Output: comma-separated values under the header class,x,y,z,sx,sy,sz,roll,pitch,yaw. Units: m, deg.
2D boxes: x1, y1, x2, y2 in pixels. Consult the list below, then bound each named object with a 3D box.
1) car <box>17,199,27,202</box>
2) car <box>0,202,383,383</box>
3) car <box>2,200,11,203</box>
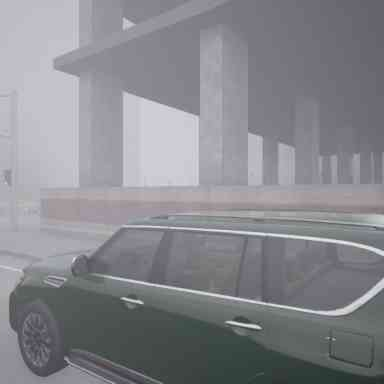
class,x,y,z,sx,sy,sz,roll,pitch,yaw
car,-14.282,1.547,33.407,2.128,1.511,4.902,0,0,36
car,0.130,1.221,3.890,5.566,2.045,2.150,0,0,35
car,-18.332,1.533,33.759,1.882,1.535,5.008,0,0,36
